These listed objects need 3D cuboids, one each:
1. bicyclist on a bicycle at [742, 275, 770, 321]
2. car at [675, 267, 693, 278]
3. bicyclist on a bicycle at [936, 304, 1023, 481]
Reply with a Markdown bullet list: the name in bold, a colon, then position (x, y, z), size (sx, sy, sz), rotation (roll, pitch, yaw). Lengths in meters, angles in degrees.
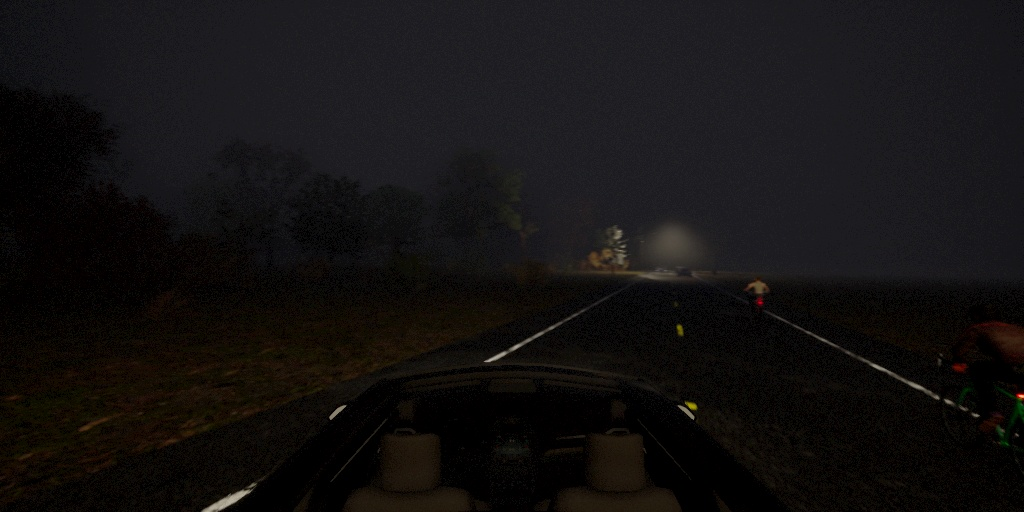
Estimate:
- **bicyclist on a bicycle**: position (9.039, 1.512, 13.232), size (0.866, 1.612, 1.509), rotation (1, -1, 24)
- **car**: position (26.003, 2.458, 54.081), size (1.812, 1.442, 4.674), rotation (1, -1, 24)
- **bicyclist on a bicycle**: position (4.827, 1.320, 3.570), size (0.582, 1.620, 1.656), rotation (1, -1, 24)
